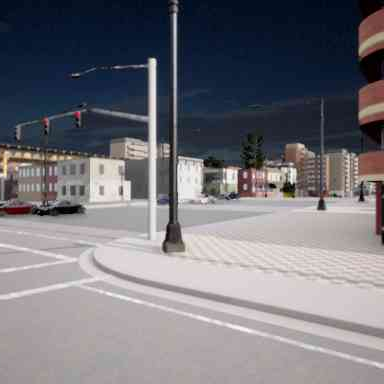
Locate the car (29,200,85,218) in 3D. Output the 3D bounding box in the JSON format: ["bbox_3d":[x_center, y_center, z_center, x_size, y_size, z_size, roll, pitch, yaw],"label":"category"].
[{"bbox_3d":[-11.531,1.427,29.188,1.994,1.385,4.181,0,1,37],"label":"car"}]

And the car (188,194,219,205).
[{"bbox_3d":[1.401,1.039,46.599,1.812,1.442,4.674,0,1,37],"label":"car"}]

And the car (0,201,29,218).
[{"bbox_3d":[-15.826,1.460,29.275,1.994,1.385,4.181,0,1,37],"label":"car"}]

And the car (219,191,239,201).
[{"bbox_3d":[6.448,0.645,59.127,2.097,1.767,4.553,0,1,37],"label":"car"}]

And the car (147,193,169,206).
[{"bbox_3d":[-4.019,0.943,45.177,2.097,1.767,4.553,0,1,37],"label":"car"}]
